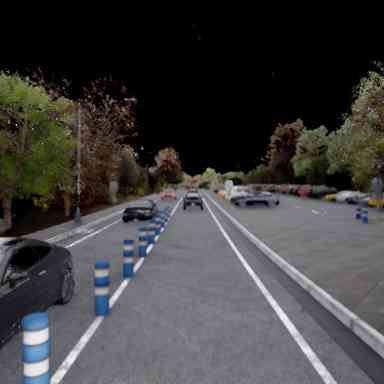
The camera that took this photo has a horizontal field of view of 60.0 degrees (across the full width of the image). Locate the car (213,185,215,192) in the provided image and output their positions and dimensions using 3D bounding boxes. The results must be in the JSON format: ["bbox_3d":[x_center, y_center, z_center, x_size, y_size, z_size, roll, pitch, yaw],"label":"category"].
[{"bbox_3d":[7.107,-0.177,65.628,4.792,1.488,2.163,0,2,1],"label":"car"}]

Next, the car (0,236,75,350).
[{"bbox_3d":[-3.357,1.534,5.288,1.812,1.442,4.674,-1,1,0],"label":"car"}]

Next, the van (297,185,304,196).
[{"bbox_3d":[20.178,-0.094,54.496,4.442,1.987,1.878,0,2,1],"label":"van"}]

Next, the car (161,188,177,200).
[{"bbox_3d":[-3.242,0.213,47.473,2.097,1.767,4.553,0,2,1],"label":"car"}]

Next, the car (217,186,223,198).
[{"bbox_3d":[6.747,0.335,48.993,5.366,1.575,1.946,0,2,0],"label":"car"}]

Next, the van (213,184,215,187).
[{"bbox_3d":[7.218,-0.509,68.396,4.442,1.987,1.878,0,2,0],"label":"van"}]

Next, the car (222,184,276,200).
[{"bbox_3d":[6.888,0.389,40.659,5.566,2.045,2.435,0,2,1],"label":"car"}]

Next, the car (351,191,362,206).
[{"bbox_3d":[19.923,0.707,35.125,4.553,1.767,2.185,0,2,0],"label":"car"}]

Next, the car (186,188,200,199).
[{"bbox_3d":[0.148,0.177,53.205,2.128,1.511,4.902,0,2,0],"label":"car"}]

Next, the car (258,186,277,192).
[{"bbox_3d":[20.371,-0.856,90.369,4.674,1.452,2.002,0,2,0],"label":"car"}]

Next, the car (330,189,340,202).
[{"bbox_3d":[19.936,0.676,40.543,4.674,1.452,2.002,0,2,1],"label":"car"}]

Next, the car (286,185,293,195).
[{"bbox_3d":[20.137,-0.018,59.913,4.792,1.488,2.163,0,2,1],"label":"car"}]

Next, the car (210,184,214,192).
[{"bbox_3d":[7.145,-0.483,76.729,4.792,1.488,2.163,0,2,1],"label":"car"}]

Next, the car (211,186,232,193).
[{"bbox_3d":[7.229,-0.664,82.278,4.892,1.521,2.231,0,2,1],"label":"car"}]

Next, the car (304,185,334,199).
[{"bbox_3d":[20.040,0.083,48.836,5.566,2.045,2.435,0,2,0],"label":"car"}]

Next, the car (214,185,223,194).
[{"bbox_3d":[6.797,0.132,54.662,5.366,1.575,1.946,0,2,1],"label":"car"}]

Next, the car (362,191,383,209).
[{"bbox_3d":[19.863,0.932,32.360,5.008,1.535,2.097,0,2,0],"label":"car"}]

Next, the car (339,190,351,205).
[{"bbox_3d":[19.886,0.766,37.775,4.792,1.488,2.163,0,2,1],"label":"car"}]

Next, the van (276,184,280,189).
[{"bbox_3d":[20.297,-0.511,68.209,4.442,1.987,1.878,0,2,1],"label":"van"}]

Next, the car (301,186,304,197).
[{"bbox_3d":[20.007,0.264,51.614,4.792,1.488,2.163,0,2,0],"label":"car"}]

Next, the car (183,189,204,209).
[{"bbox_3d":[0.111,0.817,33.101,1.837,1.490,4.892,0,2,0],"label":"car"}]

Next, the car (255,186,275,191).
[{"bbox_3d":[20.392,-0.973,93.138,5.008,1.535,2.097,0,2,1],"label":"car"}]

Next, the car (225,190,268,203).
[{"bbox_3d":[7.070,0.536,43.441,5.366,1.575,1.946,0,2,0],"label":"car"}]

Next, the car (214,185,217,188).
[{"bbox_3d":[7.023,-0.043,60.078,4.892,1.521,2.231,0,2,1],"label":"car"}]

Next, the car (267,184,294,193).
[{"bbox_3d":[20.225,-0.765,76.516,5.566,2.045,2.435,0,2,0],"label":"car"}]

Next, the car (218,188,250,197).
[{"bbox_3d":[7.190,0.041,57.310,5.366,1.575,1.946,0,2,0],"label":"car"}]

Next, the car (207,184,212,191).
[{"bbox_3d":[7.013,-0.592,79.505,5.366,1.575,1.946,0,2,0],"label":"car"}]

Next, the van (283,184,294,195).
[{"bbox_3d":[20.024,-0.355,62.657,4.442,1.987,1.878,0,2,0],"label":"van"}]

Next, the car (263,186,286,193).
[{"bbox_3d":[20.296,-0.667,82.062,5.008,1.535,2.097,0,2,1],"label":"car"}]

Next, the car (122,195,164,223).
[{"bbox_3d":[-3.343,1.196,22.436,2.033,1.411,5.357,0,2,0],"label":"car"}]

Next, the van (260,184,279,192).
[{"bbox_3d":[20.467,-1.049,87.718,4.442,1.987,1.878,0,2,1],"label":"van"}]

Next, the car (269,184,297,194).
[{"bbox_3d":[20.200,-0.689,73.747,5.566,2.045,2.435,0,2,0],"label":"car"}]

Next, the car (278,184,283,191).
[{"bbox_3d":[20.161,-0.209,65.448,5.008,1.535,2.097,0,2,1],"label":"car"}]

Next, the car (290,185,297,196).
[{"bbox_3d":[20.114,0.067,57.275,4.792,1.488,2.163,0,2,1],"label":"car"}]

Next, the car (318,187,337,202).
[{"bbox_3d":[19.778,0.532,43.312,5.366,1.575,1.946,0,2,1],"label":"car"}]

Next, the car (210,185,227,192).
[{"bbox_3d":[7.264,-1.021,90.600,4.553,1.767,2.185,0,2,0],"label":"car"}]

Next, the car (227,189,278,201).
[{"bbox_3d":[6.841,0.740,37.894,5.008,1.535,2.097,0,2,0],"label":"car"}]

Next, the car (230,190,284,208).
[{"bbox_3d":[6.782,0.871,35.121,4.792,1.488,2.163,0,2,0],"label":"car"}]

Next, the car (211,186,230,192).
[{"bbox_3d":[7.241,-0.741,85.053,4.892,1.521,2.231,0,2,1],"label":"car"}]
